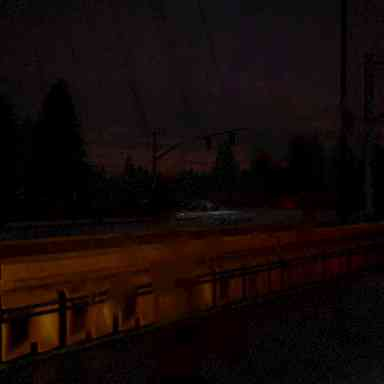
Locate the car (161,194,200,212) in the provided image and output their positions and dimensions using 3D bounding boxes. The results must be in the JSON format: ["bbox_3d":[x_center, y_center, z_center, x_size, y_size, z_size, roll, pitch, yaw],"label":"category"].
[{"bbox_3d":[-1.838,1.353,41.105,2.150,2.045,5.566,0,1,-36],"label":"car"}]

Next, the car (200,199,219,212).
[{"bbox_3d":[1.465,1.686,42.501,1.812,1.442,4.674,0,0,-36],"label":"car"}]
